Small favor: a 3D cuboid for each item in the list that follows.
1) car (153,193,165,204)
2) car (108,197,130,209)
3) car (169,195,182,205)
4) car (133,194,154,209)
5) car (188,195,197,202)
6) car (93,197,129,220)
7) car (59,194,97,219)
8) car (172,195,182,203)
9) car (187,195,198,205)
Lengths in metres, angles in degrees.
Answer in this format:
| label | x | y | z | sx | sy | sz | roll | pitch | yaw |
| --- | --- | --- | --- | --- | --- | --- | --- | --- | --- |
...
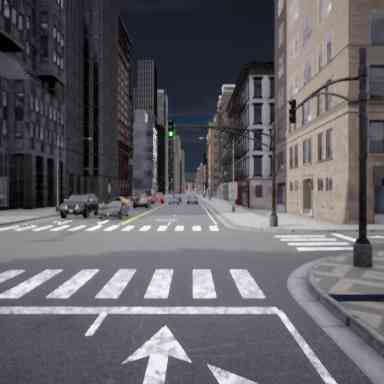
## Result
| label | x | y | z | sx | sy | sz | roll | pitch | yaw |
| --- | --- | --- | --- | --- | --- | --- | --- | --- | --- |
| car | -6.415 | 1.199 | 63.098 | 2.150 | 2.045 | 5.566 | 0 | 0 | 0 |
| car | -9.770 | 1.448 | 44.938 | 1.882 | 1.535 | 5.008 | 0 | 0 | 0 |
| car | -3.165 | 1.522 | 59.142 | 2.033 | 1.411 | 5.357 | 0 | 0 | 0 |
| car | -6.521 | 1.448 | 43.816 | 1.882 | 1.535 | 5.008 | 0 | 0 | 0 |
| car | 0.101 | 1.352 | 69.976 | 1.812 | 1.442 | 4.674 | 0 | 0 | 0 |
| car | -6.534 | 1.470 | 28.040 | 1.837 | 1.490 | 4.892 | 0 | 1 | -1 |
| car | -9.818 | 1.190 | 29.497 | 2.150 | 2.045 | 5.566 | 0 | 0 | -2 |
| car | -3.150 | 1.456 | 69.565 | 1.882 | 1.535 | 5.008 | 0 | 0 | 0 |
| car | 0.087 | 1.539 | 59.971 | 1.994 | 1.385 | 4.181 | 0 | 0 | 0 |
